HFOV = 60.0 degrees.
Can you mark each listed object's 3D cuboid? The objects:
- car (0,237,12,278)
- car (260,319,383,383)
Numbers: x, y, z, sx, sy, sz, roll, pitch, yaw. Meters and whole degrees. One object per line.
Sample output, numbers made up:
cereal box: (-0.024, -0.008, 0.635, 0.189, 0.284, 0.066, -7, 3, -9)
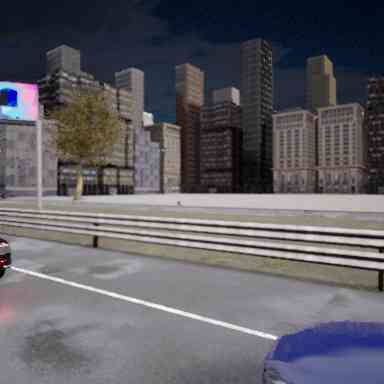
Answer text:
car: (-6.625, 1.473, 8.721, 4.902, 1.511, 2.128, 0, 0, 35)
car: (2.719, 1.528, 2.053, 4.674, 1.442, 1.812, 0, 0, 36)
